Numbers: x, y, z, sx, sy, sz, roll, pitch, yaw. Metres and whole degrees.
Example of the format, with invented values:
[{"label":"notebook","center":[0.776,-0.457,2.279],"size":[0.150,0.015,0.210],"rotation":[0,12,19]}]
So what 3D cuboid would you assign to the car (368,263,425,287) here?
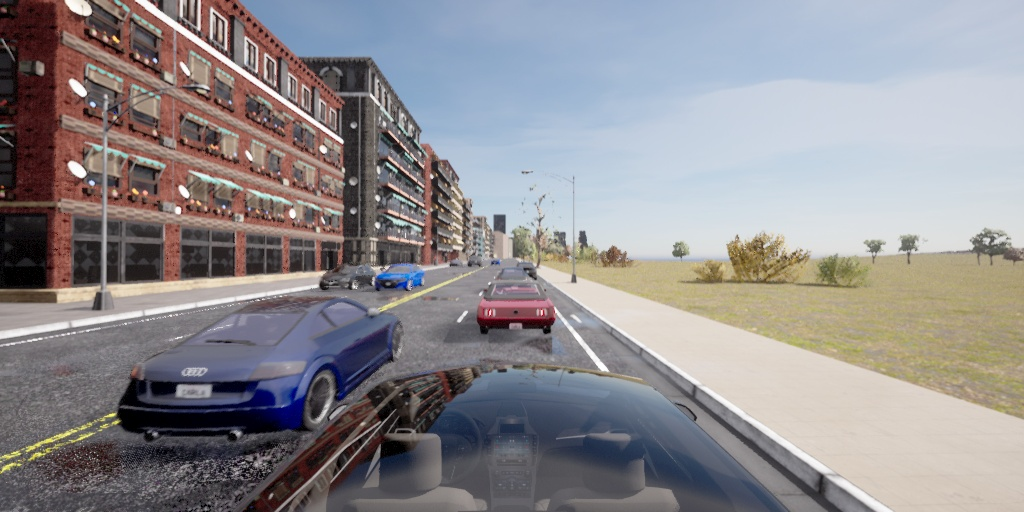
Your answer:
[{"label":"car","center":[-6.621,1.230,21.651],"size":[1.882,1.535,5.008],"rotation":[0,0,0]}]

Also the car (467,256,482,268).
[{"label":"car","center":[-6.625,0.969,63.940],"size":[2.150,2.045,5.566],"rotation":[0,0,0]}]

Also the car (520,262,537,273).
[{"label":"car","center":[1.107,1.257,30.608],"size":[1.837,1.490,4.892],"rotation":[0,0,0]}]

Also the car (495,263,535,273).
[{"label":"car","center":[0.072,1.316,20.616],"size":[1.994,1.385,4.181],"rotation":[0,0,1]}]

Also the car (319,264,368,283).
[{"label":"car","center":[-9.873,1.257,21.953],"size":[1.837,1.490,4.892],"rotation":[0,0,0]}]

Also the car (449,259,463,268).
[{"label":"car","center":[-9.873,1.296,63.461],"size":[2.033,1.411,5.357],"rotation":[0,0,0]}]

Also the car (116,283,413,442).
[{"label":"car","center":[-3.153,1.314,5.557],"size":[1.994,1.385,4.181],"rotation":[0,0,0]}]

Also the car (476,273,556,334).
[{"label":"car","center":[0.093,1.352,10.586],"size":[1.895,1.301,4.718],"rotation":[0,0,0]}]
